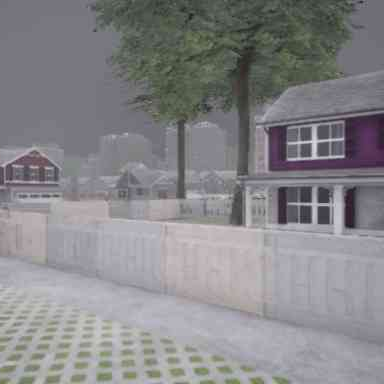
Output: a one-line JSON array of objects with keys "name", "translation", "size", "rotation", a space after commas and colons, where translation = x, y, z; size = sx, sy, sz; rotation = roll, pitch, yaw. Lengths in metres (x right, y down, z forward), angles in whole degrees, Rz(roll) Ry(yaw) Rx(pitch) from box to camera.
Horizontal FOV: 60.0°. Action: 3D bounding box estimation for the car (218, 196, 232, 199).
[{"name": "car", "translation": [5.387, 1.361, 52.966], "size": [2.128, 1.511, 4.902], "rotation": [0, 0, 35]}]
